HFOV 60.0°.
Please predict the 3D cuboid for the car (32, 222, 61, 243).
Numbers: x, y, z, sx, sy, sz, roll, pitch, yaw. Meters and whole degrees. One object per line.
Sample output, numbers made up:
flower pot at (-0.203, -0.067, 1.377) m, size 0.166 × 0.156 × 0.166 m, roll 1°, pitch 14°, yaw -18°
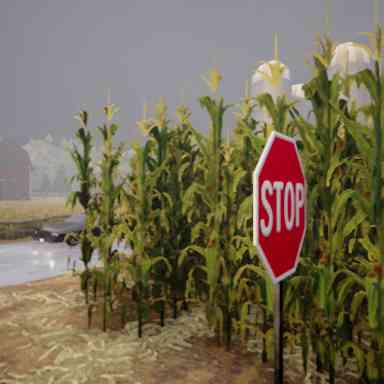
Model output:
car at (-5.104, 1.751, 16.814) m, size 2.033 × 1.411 × 5.357 m, roll 0°, pitch -1°, yaw 34°
